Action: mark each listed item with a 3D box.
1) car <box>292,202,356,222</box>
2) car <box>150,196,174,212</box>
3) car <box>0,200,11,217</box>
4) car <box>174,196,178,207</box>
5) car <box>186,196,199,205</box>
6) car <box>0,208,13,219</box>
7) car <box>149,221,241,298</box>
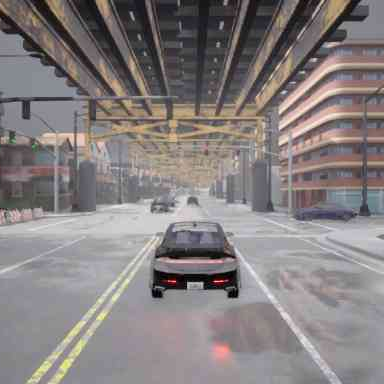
[{"bbox_3d":[9.993,1.526,25.330,4.674,1.442,1.812,0,0,-2],"label":"car"},{"bbox_3d":[-3.607,1.491,37.948,2.128,1.511,4.902,0,0,0],"label":"car"},{"bbox_3d":[-16.817,1.295,25.937,4.536,1.218,1.853,0,0,-20],"label":"car"},{"bbox_3d":[-3.604,1.351,48.851,2.097,1.767,4.553,0,0,0],"label":"car"},{"bbox_3d":[0.085,1.489,58.855,1.837,1.490,4.892,0,0,0],"label":"car"},{"bbox_3d":[-16.769,1.453,25.955,4.974,1.542,2.038,0,0,-20],"label":"car"},{"bbox_3d":[0.071,1.492,8.480,2.128,1.511,4.902,0,0,0],"label":"car"}]
